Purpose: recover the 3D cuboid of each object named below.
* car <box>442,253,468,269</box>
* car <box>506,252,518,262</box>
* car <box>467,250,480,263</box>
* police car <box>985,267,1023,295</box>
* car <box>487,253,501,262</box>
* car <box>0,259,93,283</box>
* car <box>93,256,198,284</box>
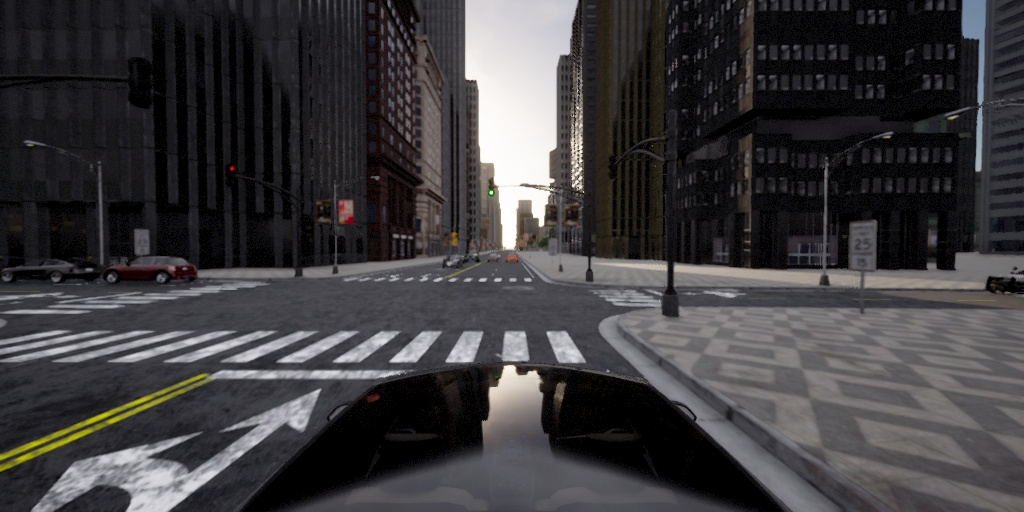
[{"bbox_3d":[-6.577,0.643,40.158,2.128,1.511,4.902,0,1,0],"label":"car"},{"bbox_3d":[0.008,0.153,61.592,2.097,1.767,4.553,0,1,0],"label":"car"},{"bbox_3d":[-6.508,0.062,59.247,2.150,2.045,5.566,0,1,1],"label":"car"},{"bbox_3d":[26.476,1.196,17.622,5.238,1.638,1.930,0,1,0],"label":"police car"},{"bbox_3d":[-3.243,0.355,61.207,2.033,1.411,5.357,0,1,0],"label":"car"},{"bbox_3d":[-26.280,0.807,20.553,4.313,1.339,1.948,0,0,0],"label":"car"},{"bbox_3d":[-20.657,0.731,20.535,4.097,1.591,1.967,0,0,0],"label":"car"}]
